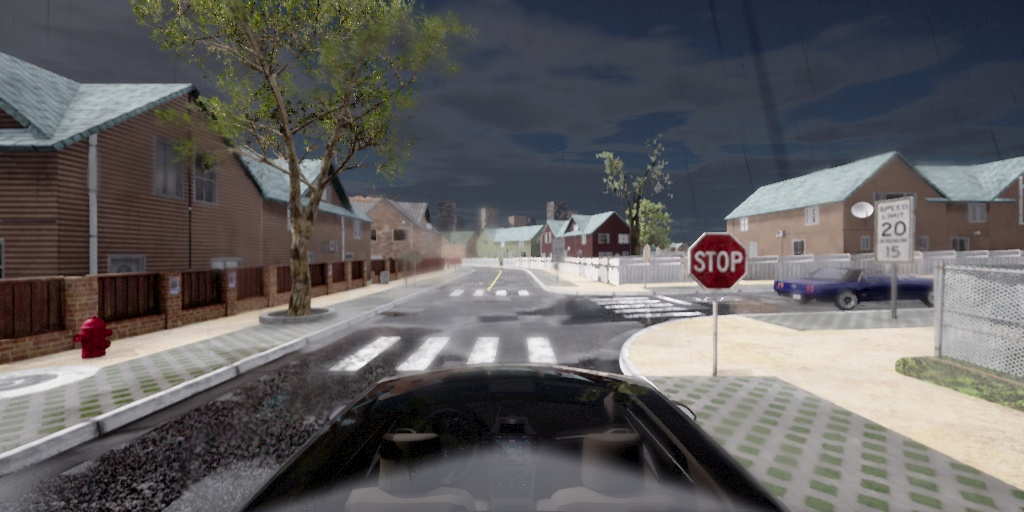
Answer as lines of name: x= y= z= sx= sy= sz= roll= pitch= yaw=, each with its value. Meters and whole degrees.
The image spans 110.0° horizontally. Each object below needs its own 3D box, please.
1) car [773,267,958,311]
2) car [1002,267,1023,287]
car: x=11.717 y=1.022 z=12.030 sx=4.718 sy=1.301 sz=1.895 roll=-1 pitch=0 yaw=-2
car: x=23.988 y=0.648 z=15.276 sx=4.674 sy=1.442 sz=1.812 roll=-1 pitch=0 yaw=-2
